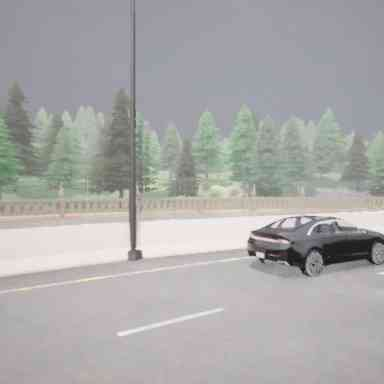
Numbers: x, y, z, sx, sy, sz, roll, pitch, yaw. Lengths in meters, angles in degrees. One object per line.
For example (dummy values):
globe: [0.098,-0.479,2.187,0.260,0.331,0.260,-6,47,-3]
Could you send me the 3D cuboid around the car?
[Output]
car: [3.905,1.458,10.057,4.902,1.511,2.128,0,0,-30]
